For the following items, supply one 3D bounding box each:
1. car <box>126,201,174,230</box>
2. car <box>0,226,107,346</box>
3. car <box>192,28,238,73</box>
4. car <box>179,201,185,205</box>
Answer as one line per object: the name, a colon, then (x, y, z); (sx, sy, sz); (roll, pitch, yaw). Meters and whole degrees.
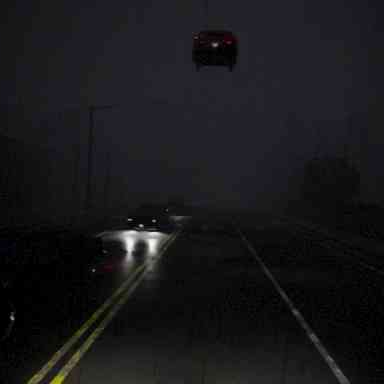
car: (-2.524, 1.412, 20.389); (2.033, 1.411, 5.357); (2, 0, 4)
car: (-3.319, 1.414, 6.371); (2.033, 1.411, 5.357); (2, 0, 6)
car: (1.027, -6.305, 14.748); (1.812, 1.442, 4.674); (2, 14, 3)
car: (-1.646, 1.062, 33.714); (2.033, 1.411, 5.357); (2, 0, 3)
